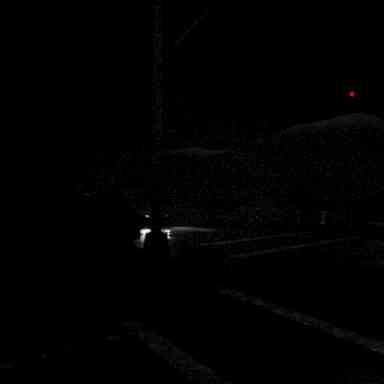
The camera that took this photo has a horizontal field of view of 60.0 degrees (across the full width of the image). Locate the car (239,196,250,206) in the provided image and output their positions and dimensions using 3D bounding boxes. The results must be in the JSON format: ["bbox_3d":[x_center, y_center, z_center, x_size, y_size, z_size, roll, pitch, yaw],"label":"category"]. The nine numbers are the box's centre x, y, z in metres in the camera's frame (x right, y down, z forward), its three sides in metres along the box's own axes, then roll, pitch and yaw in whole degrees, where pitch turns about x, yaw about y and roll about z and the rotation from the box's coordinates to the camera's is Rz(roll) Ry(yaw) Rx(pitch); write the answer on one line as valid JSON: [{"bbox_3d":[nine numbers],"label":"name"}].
[{"bbox_3d":[7.519,1.483,56.606,2.152,1.636,5.027,1,0,-36],"label":"car"}]

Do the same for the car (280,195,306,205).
[{"bbox_3d":[20.004,1.560,66.134,1.932,1.855,4.605,1,0,-36],"label":"car"}]

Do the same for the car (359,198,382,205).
[{"bbox_3d":[37.075,1.979,69.144,1.970,1.475,3.806,1,0,-36],"label":"car"}]

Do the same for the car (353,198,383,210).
[{"bbox_3d":[25.667,1.707,47.394,2.007,1.523,4.514,1,0,-36],"label":"car"}]

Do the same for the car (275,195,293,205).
[{"bbox_3d":[17.890,1.515,64.099,1.905,1.878,3.866,1,0,-36],"label":"car"}]

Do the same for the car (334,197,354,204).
[{"bbox_3d":[35.146,1.993,76.904,1.845,1.501,3.633,1,0,-36],"label":"car"}]

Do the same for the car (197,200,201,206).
[{"bbox_3d":[2.506,1.508,52.586,1.970,1.475,3.806,1,0,-36],"label":"car"}]

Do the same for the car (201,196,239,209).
[{"bbox_3d":[3.665,1.543,44.727,2.007,1.523,4.514,1,0,-36],"label":"car"}]

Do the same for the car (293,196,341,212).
[{"bbox_3d":[15.155,1.401,40.677,1.932,1.855,4.605,1,0,-36],"label":"car"}]

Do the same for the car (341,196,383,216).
[{"bbox_3d":[17.098,1.353,32.375,1.905,1.878,3.866,1,0,-36],"label":"car"}]

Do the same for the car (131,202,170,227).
[{"bbox_3d":[-3.268,1.418,21.806,1.812,1.442,4.674,1,0,-36],"label":"car"}]
